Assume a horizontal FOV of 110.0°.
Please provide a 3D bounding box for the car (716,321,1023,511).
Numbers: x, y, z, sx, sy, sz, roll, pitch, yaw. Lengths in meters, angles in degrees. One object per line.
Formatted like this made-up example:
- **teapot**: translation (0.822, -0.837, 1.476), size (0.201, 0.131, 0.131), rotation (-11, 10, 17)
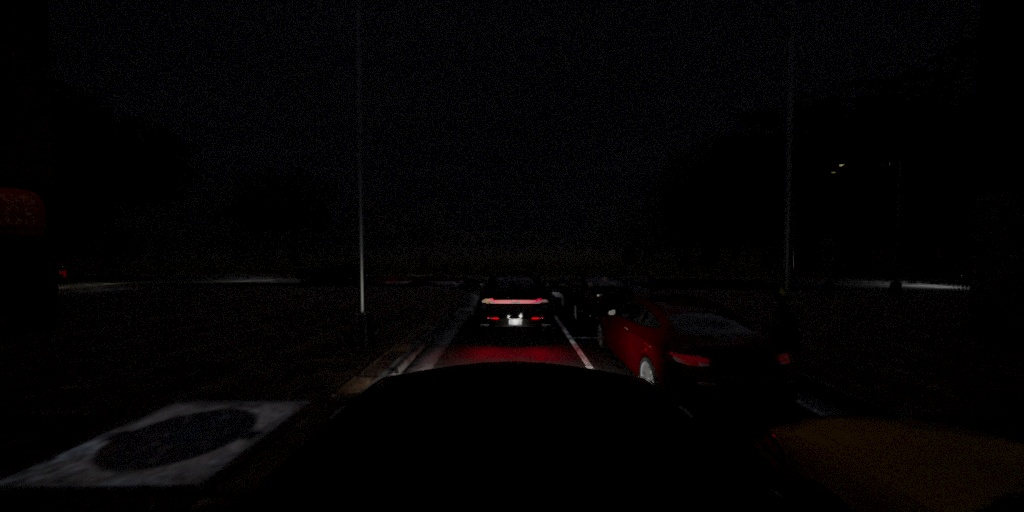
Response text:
- **car**: translation (2.638, 1.286, 0.644), size (1.751, 1.417, 4.829), rotation (0, 0, 0)

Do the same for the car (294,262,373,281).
- **car**: translation (-12.441, 1.045, 25.079), size (4.718, 1.301, 1.895), rotation (0, 2, -3)

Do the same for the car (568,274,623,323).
- **car**: translation (2.632, 1.215, 11.539), size (2.007, 1.370, 4.403), rotation (0, 0, 0)

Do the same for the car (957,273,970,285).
- **car**: translation (34.209, 1.488, 24.856), size (4.718, 1.301, 1.895), rotation (1, 2, 0)

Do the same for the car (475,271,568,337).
- **car**: translation (0.073, 1.168, 10.032), size (2.128, 1.511, 4.902), rotation (0, 0, 0)

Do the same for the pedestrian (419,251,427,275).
- **pedestrian**: translation (-6.895, 0.536, 27.702), size (0.375, 1.860, 0.375), rotation (0, 1, 0)

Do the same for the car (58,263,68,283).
- **car**: translation (-30.809, 0.752, 21.825), size (5.566, 2.045, 2.150), rotation (0, 2, 0)

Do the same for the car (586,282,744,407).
- **car**: translation (2.635, 1.294, 6.007), size (1.802, 1.307, 4.207), rotation (0, 0, 0)
